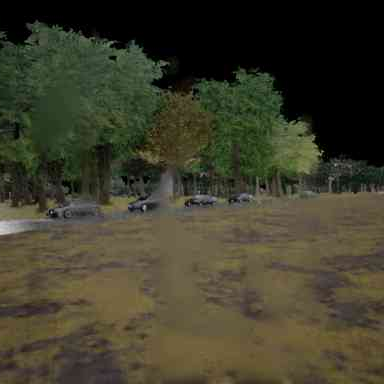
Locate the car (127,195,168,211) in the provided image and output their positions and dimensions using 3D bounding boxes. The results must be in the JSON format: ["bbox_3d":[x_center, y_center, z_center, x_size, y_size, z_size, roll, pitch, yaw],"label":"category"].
[{"bbox_3d":[-4.468,1.133,33.824,1.837,1.490,4.892,-3,-1,35],"label":"car"}]

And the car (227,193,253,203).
[{"bbox_3d":[7.386,0.867,50.522,2.033,1.411,5.357,-3,-1,36],"label":"car"}]

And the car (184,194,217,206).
[{"bbox_3d":[1.197,1.025,41.827,2.033,1.411,5.357,-3,-1,35],"label":"car"}]

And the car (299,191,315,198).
[{"bbox_3d":[22.987,0.449,66.266,2.033,1.411,5.357,-3,-1,35],"label":"car"}]

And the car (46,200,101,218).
[{"bbox_3d":[-9.454,1.330,26.739,1.994,1.385,4.181,-3,-1,36],"label":"car"}]
